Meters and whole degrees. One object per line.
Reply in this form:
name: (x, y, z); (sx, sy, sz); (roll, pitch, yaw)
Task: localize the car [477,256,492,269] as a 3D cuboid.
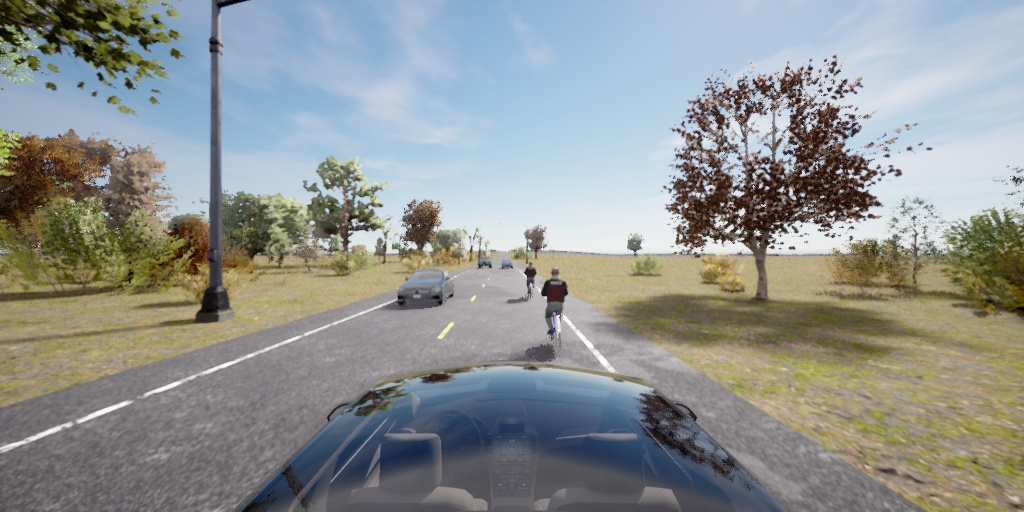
car: (-4.468, 1.038, 59.571); (2.150, 2.045, 5.566); (0, 0, -1)

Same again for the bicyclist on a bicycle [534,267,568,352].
bicyclist on a bicycle: (0.939, 1.129, 8.034); (0.659, 1.776, 1.843); (0, 0, 0)

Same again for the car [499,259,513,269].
car: (-0.811, 1.364, 60.010); (2.033, 1.411, 5.357); (0, 0, -1)

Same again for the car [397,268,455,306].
car: (-3.670, 1.294, 16.052); (1.812, 1.442, 4.674); (0, 0, -1)

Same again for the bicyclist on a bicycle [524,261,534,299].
bicyclist on a bicycle: (0.871, 1.140, 17.050); (0.659, 1.776, 1.843); (0, 0, -1)
